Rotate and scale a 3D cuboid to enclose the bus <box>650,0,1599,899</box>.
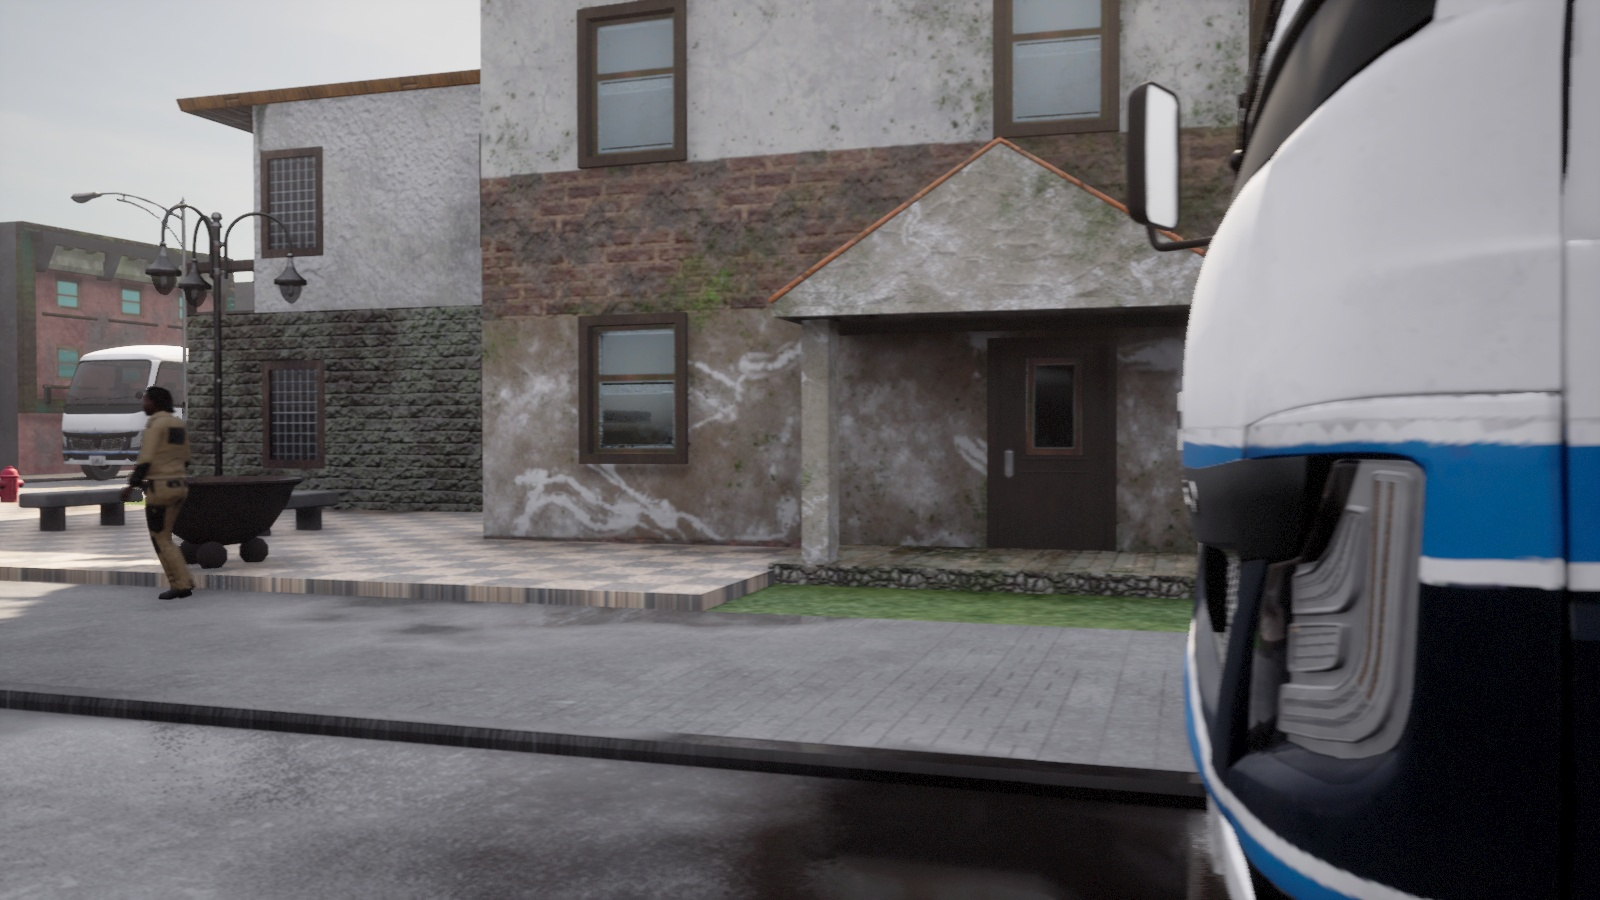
[{"bbox_3d":[5.301,-0.555,2.009,10.273,4.253,3.944,1,1,16],"label":"bus"}]

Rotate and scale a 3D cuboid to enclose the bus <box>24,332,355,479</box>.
[{"bbox_3d":[-19.749,-1.355,41.786,3.944,4.253,10.273,1,1,17],"label":"bus"}]

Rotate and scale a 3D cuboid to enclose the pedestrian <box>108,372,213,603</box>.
[{"bbox_3d":[-5.463,0.312,10.747,0.692,1.930,0.396,0,1,4],"label":"pedestrian"}]
